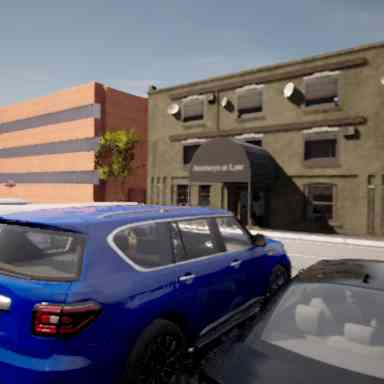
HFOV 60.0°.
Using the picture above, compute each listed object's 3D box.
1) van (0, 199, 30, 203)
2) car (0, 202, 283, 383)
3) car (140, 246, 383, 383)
[{"bbox_3d":[-2.673,1.225,6.757,1.878,1.987,4.442,0,0,36],"label":"van"},{"bbox_3d":[-0.289,1.213,5.234,2.435,2.045,5.566,0,0,36],"label":"car"},{"bbox_3d":[1.991,1.478,3.566,2.097,1.535,5.008,0,0,36],"label":"car"}]
